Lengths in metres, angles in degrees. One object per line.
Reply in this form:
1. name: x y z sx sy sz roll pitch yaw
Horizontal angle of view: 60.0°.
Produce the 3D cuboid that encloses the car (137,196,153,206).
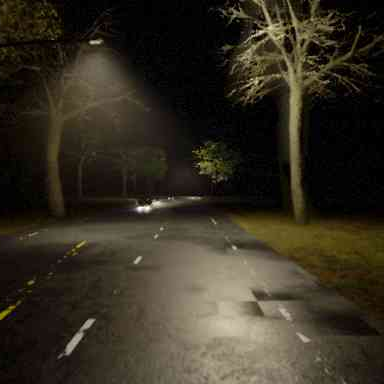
1. car: -7.200 1.415 51.265 2.128 1.511 4.902 0 0 0
